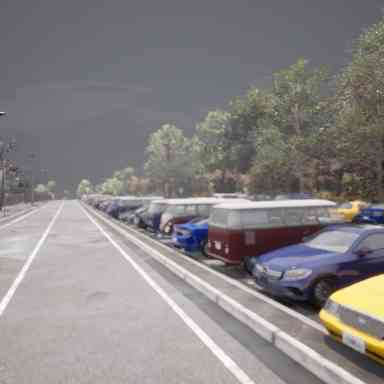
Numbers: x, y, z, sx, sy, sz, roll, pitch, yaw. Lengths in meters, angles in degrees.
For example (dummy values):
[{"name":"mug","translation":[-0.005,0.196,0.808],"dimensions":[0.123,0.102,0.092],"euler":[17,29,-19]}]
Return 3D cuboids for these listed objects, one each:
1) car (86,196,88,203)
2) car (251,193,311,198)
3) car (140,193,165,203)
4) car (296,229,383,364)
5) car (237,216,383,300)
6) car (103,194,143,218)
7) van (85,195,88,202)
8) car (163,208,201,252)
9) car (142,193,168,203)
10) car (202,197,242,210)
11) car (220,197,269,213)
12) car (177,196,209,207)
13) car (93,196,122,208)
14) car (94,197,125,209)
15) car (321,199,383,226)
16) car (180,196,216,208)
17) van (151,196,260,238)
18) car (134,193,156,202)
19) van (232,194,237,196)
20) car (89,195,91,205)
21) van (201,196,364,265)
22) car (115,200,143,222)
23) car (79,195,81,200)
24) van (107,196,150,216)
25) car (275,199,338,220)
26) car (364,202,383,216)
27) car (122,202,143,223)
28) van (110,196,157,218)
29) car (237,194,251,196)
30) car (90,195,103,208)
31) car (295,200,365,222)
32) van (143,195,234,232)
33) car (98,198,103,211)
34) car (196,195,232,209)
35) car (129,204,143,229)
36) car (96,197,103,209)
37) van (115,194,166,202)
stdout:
[{"name":"car","translation":[-16.873,1.833,62.824],"dimensions":[5.008,1.535,2.097],"euler":[-1,0,-20]},{"name":"car","translation":[8.821,1.189,31.168],"dimensions":[5.566,2.045,2.435],"euler":[-1,0,-20]},{"name":"car","translation":[-9.605,1.423,80.721],"dimensions":[5.566,2.045,2.435],"euler":[-1,0,-20]},{"name":"car","translation":[4.452,1.422,4.947],"dimensions":[5.366,1.575,1.946],"euler":[-1,0,-20]},{"name":"car","translation":[3.653,1.496,7.640],"dimensions":[4.674,1.452,2.002],"euler":[-1,0,-20]},{"name":"car","translation":[-5.175,1.437,31.285],"dimensions":[5.566,2.045,2.435],"euler":[-1,0,-20]},{"name":"van","translation":[-19.913,1.646,70.667],"dimensions":[4.442,1.987,1.878],"euler":[-1,0,-20]},{"name":"car","translation":[1.691,1.524,12.892],"dimensions":[5.008,1.535,2.097],"euler":[-1,0,-20]},{"name":"car","translation":[-8.677,1.411,78.227],"dimensions":[5.566,2.045,2.435],"euler":[-1,0,-20]},{"name":"car","translation":[3.988,1.535,44.177],"dimensions":[4.792,1.488,2.163],"euler":[-1,0,-20]},{"name":"car","translation":[6.124,1.475,39.049],"dimensions":[5.366,1.575,1.946],"euler":[-1,0,-20]},{"name":"car","translation":[0.150,1.554,54.597],"dimensions":[4.892,1.521,2.231],"euler":[-1,0,-20]},{"name":"car","translation":[-13.969,1.672,54.932],"dimensions":[4.553,1.767,2.185],"euler":[-1,0,-20]},{"name":"car","translation":[-12.992,1.660,52.305],"dimensions":[4.553,1.767,2.185],"euler":[-1,0,-20]},{"name":"car","translation":[11.927,1.366,23.435],"dimensions":[5.366,1.575,1.946],"euler":[-1,0,-20]},{"name":"car","translation":[0.939,1.541,51.928],"dimensions":[5.366,1.575,1.946],"euler":[-1,0,-20]},{"name":"van","translation":[0.605,1.333,15.486],"dimensions":[4.442,1.987,1.878],"euler":[-1,0,-20]},{"name":"car","translation":[-12.516,1.470,88.553],"dimensions":[5.566,2.045,2.435],"euler":[-1,0,-20]},{"name":"van","translation":[7.022,1.241,36.424],"dimensions":[4.442,1.987,1.878],"euler":[-1,0,-20]},{"name":"car","translation":[-12.014,1.522,49.678],"dimensions":[5.566,2.045,2.435],"euler":[-1,0,-20]},{"name":"van","translation":[2.778,1.262,10.309],"dimensions":[4.442,1.987,1.878],"euler":[-1,0,-20]},{"name":"car","translation":[-3.184,1.658,26.040],"dimensions":[4.892,1.521,2.231],"euler":[-1,0,-20]},{"name":"car","translation":[-26.614,1.729,89.108],"dimensions":[5.566,2.045,2.435],"euler":[-1,0,-20]},{"name":"van","translation":[-6.993,1.484,36.591],"dimensions":[4.442,1.987,1.878],"euler":[-1,0,-20]},{"name":"car","translation":[9.846,1.450,28.587],"dimensions":[4.792,1.488,2.163],"euler":[-1,0,-20]},{"name":"car","translation":[12.717,1.343,20.766],"dimensions":[5.008,1.535,2.097],"euler":[-1,0,-20]},{"name":"car","translation":[-2.215,1.678,23.410],"dimensions":[4.674,1.452,2.002],"euler":[-1,0,-20]},{"name":"van","translation":[-6.016,1.472,33.963],"dimensions":[4.442,1.987,1.878],"euler":[-1,0,-20]},{"name":"car","translation":[7.906,1.205,33.791],"dimensions":[5.566,2.045,2.435],"euler":[-1,0,-20]},{"name":"car","translation":[-11.038,1.510,47.050],"dimensions":[5.566,2.045,2.435],"euler":[-1,0,-20]},{"name":"car","translation":[10.761,1.431,25.958],"dimensions":[4.792,1.488,2.163],"euler":[-1,0,-20]},{"name":"van","translation":[-0.153,1.358,18.193],"dimensions":[4.442,1.987,1.878],"euler":[-1,0,-20]},{"name":"car","translation":[-8.081,1.725,39.176],"dimensions":[4.892,1.521,2.231],"euler":[-1,0,-20]},{"name":"car","translation":[3.074,1.391,46.801],"dimensions":[4.553,1.767,2.185],"euler":[-1,0,-20]},{"name":"car","translation":[-1.206,1.644,20.789],"dimensions":[4.792,1.488,2.163],"euler":[-1,0,-20]},{"name":"car","translation":[-10.031,1.789,44.432],"dimensions":[4.674,1.452,2.002],"euler":[-1,0,-20]},{"name":"van","translation":[-4.063,1.448,28.710],"dimensions":[4.442,1.987,1.878],"euler":[-1,0,-20]}]
